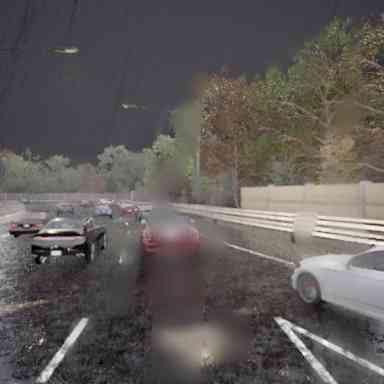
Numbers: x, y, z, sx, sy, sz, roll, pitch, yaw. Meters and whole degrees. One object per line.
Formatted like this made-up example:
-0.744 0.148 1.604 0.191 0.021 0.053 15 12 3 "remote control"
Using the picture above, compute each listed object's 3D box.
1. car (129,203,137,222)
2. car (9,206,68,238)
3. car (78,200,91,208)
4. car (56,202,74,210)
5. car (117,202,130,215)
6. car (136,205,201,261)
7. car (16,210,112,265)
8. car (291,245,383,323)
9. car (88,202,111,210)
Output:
-3.738 1.825 27.839 2.128 1.511 4.902 0 -1 -16 "car"
-8.953 1.800 19.478 2.033 1.411 5.357 0 -1 -11 "car"
-20.451 2.318 63.905 1.812 1.442 4.674 0 -1 -35 "car"
-15.641 2.009 41.019 2.128 1.511 4.902 0 -1 -22 "car"
-8.110 2.022 41.076 1.812 1.442 4.674 0 -1 -22 "car"
-0.947 1.510 13.139 2.097 1.767 4.553 0 -1 -7 "car"
-4.363 1.650 12.397 2.128 1.511 4.902 0 -1 -7 "car"
3.788 1.586 5.751 1.812 1.442 4.674 0 -1 -24 "car"
-9.432 1.975 34.742 2.033 1.411 5.357 0 -1 -19 "car"
